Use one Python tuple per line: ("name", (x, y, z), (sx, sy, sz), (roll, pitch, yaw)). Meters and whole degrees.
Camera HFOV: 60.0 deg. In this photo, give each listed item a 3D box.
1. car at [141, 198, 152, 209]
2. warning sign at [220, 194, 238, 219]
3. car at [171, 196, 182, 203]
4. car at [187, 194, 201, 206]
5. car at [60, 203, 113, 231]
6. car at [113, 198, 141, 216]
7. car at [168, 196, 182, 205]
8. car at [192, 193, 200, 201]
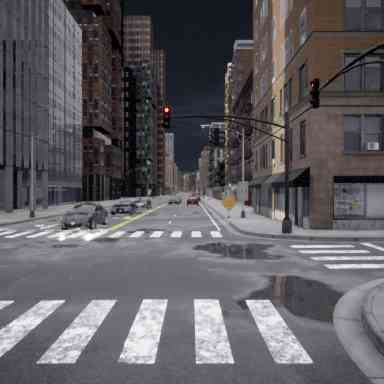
("car", (-6.583, 1.503, 44.942), (2.128, 1.511, 4.902), (0, 0, 0))
("warning sign", (2.858, 1.118, 25.685), (1.300, 1.860, 1.060), (0, 0, 0))
("car", (-3.142, 1.573, 69.676), (2.033, 1.411, 5.357), (0, 0, 0))
("car", (0.110, 1.493, 54.876), (1.882, 1.535, 5.008), (0, 0, 0))
("car", (-6.596, 1.506, 20.829), (1.837, 1.490, 4.892), (0, 0, 0))
("car", (-6.593, 1.570, 32.528), (1.994, 1.385, 4.181), (0, 0, 0))
("car", (-3.140, 1.619, 59.418), (1.895, 1.301, 4.718), (0, 0, 0))
("car", (0.990, 1.268, 85.720), (2.150, 2.045, 5.566), (0, 0, 0))
